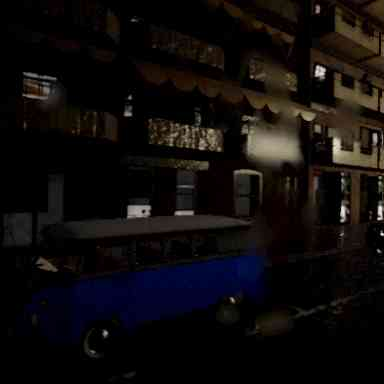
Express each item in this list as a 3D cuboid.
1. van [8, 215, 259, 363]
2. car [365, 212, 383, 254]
[{"bbox_3d":[-0.681,1.333,5.580,3.998,1.788,1.690,0,2,-35],"label":"van"},{"bbox_3d":[8.332,1.270,11.990,5.009,1.841,2.192,0,2,-35],"label":"car"}]
